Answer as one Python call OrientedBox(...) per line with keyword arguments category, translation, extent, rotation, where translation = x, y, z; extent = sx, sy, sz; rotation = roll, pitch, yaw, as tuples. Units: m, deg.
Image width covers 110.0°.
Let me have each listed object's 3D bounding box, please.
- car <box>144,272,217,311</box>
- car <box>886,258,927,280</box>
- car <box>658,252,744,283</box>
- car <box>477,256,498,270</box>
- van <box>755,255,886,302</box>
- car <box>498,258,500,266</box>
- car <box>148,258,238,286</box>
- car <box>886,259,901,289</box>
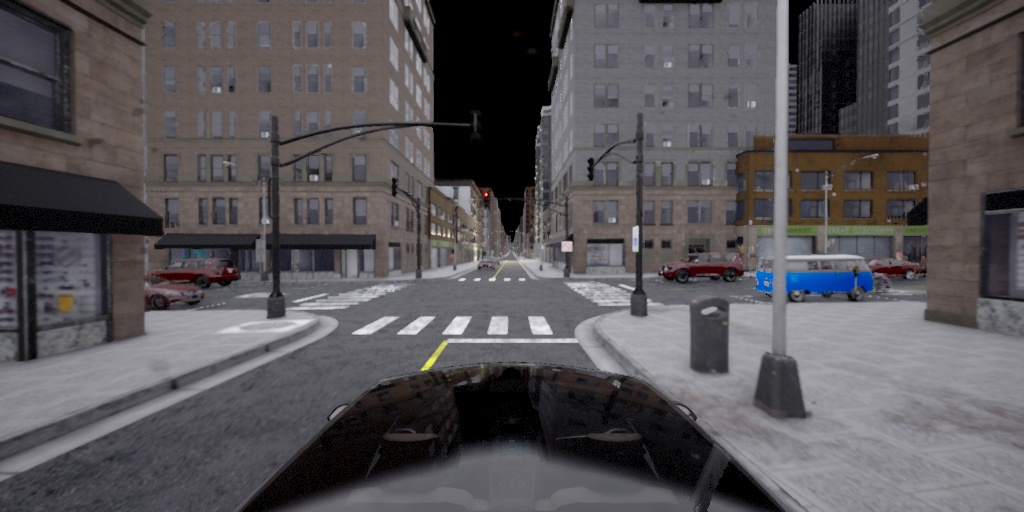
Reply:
OrientedBox(category="car", translation=(-14.819, 1.426, 14.399), extent=(4.207, 1.307, 1.802), rotation=(0, 0, 0))
OrientedBox(category="car", translation=(23.313, 0.796, 23.015), extent=(4.507, 1.381, 1.888), rotation=(0, 0, 0))
OrientedBox(category="car", translation=(12.096, 0.703, 22.988), extent=(5.009, 1.841, 2.192), rotation=(0, 0, 0))
OrientedBox(category="car", translation=(-3.084, 0.994, 43.568), extent=(1.994, 1.385, 4.181), rotation=(0, 0, 0))
OrientedBox(category="van", translation=(12.118, 0.856, 14.464), extent=(3.998, 1.789, 1.690), rotation=(0, 0, 0))
OrientedBox(category="car", translation=(-3.045, 0.813, 60.362), extent=(2.128, 1.511, 4.902), rotation=(0, 0, 1))
OrientedBox(category="car", translation=(-20.345, 1.101, 22.910), extent=(5.009, 1.841, 2.192), rotation=(0, 0, 0))
OrientedBox(category="car", translation=(15.396, 1.002, 17.225), extent=(4.181, 1.385, 1.994), rotation=(-1, 1, 0))
